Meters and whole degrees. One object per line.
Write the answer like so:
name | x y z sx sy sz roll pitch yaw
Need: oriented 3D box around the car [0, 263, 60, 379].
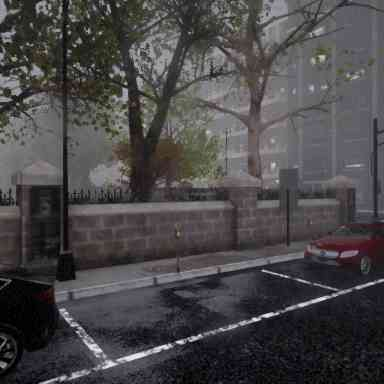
car | -3.830 1.566 3.858 4.313 1.339 1.947 0 0 -35

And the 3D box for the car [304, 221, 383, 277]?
car | 5.243 1.581 10.201 4.206 1.307 1.802 0 0 -35
